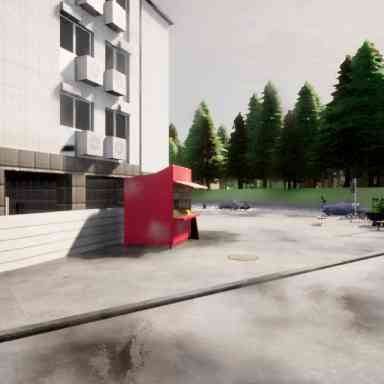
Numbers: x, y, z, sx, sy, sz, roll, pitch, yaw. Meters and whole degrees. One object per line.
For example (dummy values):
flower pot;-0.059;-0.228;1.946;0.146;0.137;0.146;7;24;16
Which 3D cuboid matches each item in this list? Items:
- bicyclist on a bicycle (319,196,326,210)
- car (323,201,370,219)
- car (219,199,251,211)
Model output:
bicyclist on a bicycle;15.946;1.349;40.557;1.656;1.620;0.582;0;0;-35
car;13.782;1.526;29.097;1.812;1.442;4.674;0;0;-35
car;5.248;1.562;41.121;1.994;1.385;4.181;0;0;-35
